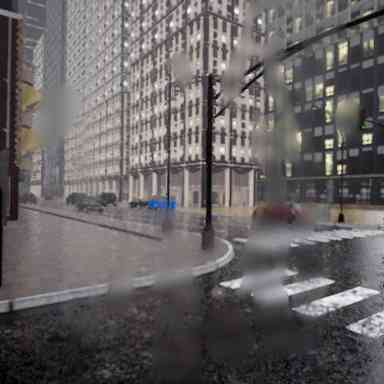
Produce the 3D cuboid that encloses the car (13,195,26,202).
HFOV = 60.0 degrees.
[{"bbox_3d":[-36.418,1.355,70.182,1.947,1.339,4.313,1,-1,-35],"label":"car"}]

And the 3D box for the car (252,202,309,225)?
[{"bbox_3d":[6.340,1.435,24.326,1.967,1.590,4.097,1,-1,-35],"label":"car"}]

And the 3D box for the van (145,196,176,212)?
[{"bbox_3d":[-3.455,1.311,38.154,1.690,1.788,3.998,1,-1,-35],"label":"van"}]

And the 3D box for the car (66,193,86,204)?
[{"bbox_3d":[-19.411,1.121,56.026,2.150,2.045,5.566,1,-1,-35],"label":"car"}]

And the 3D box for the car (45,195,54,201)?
[{"bbox_3d":[-36.112,1.498,84.243,1.802,1.307,4.206,1,-1,-35],"label":"car"}]

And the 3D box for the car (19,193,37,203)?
[{"bbox_3d":[-29.884,1.114,60.965,2.192,1.841,5.009,1,-1,-35],"label":"car"}]

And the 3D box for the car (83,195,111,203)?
[{"bbox_3d":[-13.957,1.474,48.417,1.994,1.385,4.181,1,-1,-37],"label":"car"}]

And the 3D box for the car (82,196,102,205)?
[{"bbox_3d":[-17.861,1.452,59.271,1.837,1.490,4.892,1,-1,-35],"label":"car"}]

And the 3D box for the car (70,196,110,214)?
[{"bbox_3d":[-10.296,1.387,33.309,2.008,1.369,4.403,1,-1,-35],"label":"car"}]

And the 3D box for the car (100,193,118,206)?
[{"bbox_3d":[-13.859,1.182,53.563,2.150,2.045,5.566,1,-1,-35],"label":"car"}]

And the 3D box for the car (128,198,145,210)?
[{"bbox_3d":[-6.723,1.513,42.762,2.008,1.369,4.403,1,-1,-35],"label":"car"}]
